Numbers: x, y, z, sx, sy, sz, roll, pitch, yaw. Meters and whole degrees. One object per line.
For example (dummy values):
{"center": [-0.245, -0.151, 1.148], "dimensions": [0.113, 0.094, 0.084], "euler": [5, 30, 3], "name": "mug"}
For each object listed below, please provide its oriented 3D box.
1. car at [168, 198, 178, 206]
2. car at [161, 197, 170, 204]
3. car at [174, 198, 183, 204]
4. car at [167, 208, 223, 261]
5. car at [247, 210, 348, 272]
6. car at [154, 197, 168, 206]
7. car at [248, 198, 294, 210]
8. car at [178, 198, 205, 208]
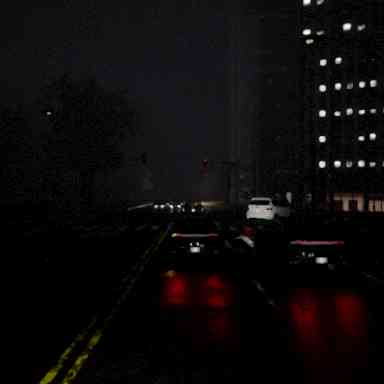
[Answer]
{"center": [-3.263, 1.962, 66.907], "dimensions": [1.837, 1.490, 4.892], "euler": [0, 0, 0], "name": "car"}
{"center": [-6.507, 2.053, 82.394], "dimensions": [1.882, 1.535, 5.008], "euler": [0, 0, 0], "name": "car"}
{"center": [-3.257, 2.128, 82.389], "dimensions": [1.994, 1.385, 4.181], "euler": [0, 0, 0], "name": "car"}
{"center": [0.097, 1.571, 12.658], "dimensions": [2.128, 1.511, 4.902], "euler": [0, 0, 0], "name": "car"}
{"center": [3.349, 1.561, 11.023], "dimensions": [2.128, 1.511, 4.902], "euler": [0, 0, 0], "name": "car"}
{"center": [-6.513, 2.020, 66.908], "dimensions": [1.994, 1.385, 4.181], "euler": [0, 0, 0], "name": "car"}
{"center": [6.461, 1.521, 26.721], "dimensions": [2.150, 2.045, 5.566], "euler": [0, -2, 37], "name": "car"}
{"center": [0.097, 1.542, 29.406], "dimensions": [2.097, 1.767, 4.553], "euler": [0, 0, 0], "name": "car"}
